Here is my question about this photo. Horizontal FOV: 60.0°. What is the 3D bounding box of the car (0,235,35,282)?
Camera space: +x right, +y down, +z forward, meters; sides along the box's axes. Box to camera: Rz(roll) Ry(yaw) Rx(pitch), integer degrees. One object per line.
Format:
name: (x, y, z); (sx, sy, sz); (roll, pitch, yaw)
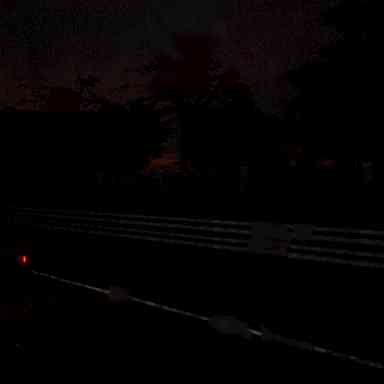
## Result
car: (-6.018, 1.543, 8.290); (4.718, 1.301, 1.895); (0, 0, 36)
